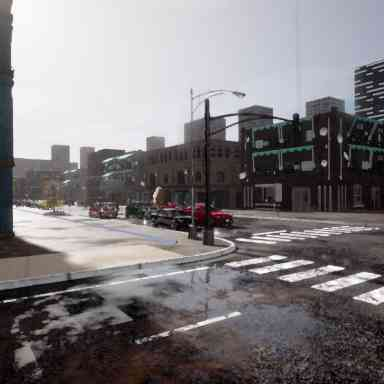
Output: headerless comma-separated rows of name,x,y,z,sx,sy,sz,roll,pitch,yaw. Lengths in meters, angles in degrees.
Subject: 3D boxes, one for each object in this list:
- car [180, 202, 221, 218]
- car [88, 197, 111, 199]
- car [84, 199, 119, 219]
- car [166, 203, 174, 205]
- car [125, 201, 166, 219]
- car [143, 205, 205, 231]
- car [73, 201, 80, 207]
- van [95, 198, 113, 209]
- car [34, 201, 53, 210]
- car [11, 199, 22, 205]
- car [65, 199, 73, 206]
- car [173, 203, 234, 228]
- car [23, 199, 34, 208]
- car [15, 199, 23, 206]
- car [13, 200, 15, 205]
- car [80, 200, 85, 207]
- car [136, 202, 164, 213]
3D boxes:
car,0.797,1.810,34.833,2.008,1.369,4.403,-2,0,-35
car,-11.043,1.678,41.564,2.150,2.045,5.566,-1,0,-35
car,-9.242,1.847,34.505,1.967,1.590,4.097,-1,0,-35
car,-2.402,1.904,39.351,1.802,1.307,4.206,-2,0,-35
car,-4.898,1.689,32.871,2.097,1.767,4.553,-1,0,-35
car,-1.318,1.815,23.111,1.947,1.339,4.313,-1,0,-35
car,-21.597,2.228,66.452,1.887,1.381,4.507,-1,0,-35
van,-15.203,1.907,57.418,1.690,1.788,3.998,-1,0,-35
car,-25.137,2.233,56.951,1.752,1.417,4.829,-1,0,-35
car,-44.430,2.599,84.191,1.887,1.381,4.507,-1,0,-35
car,-27.995,2.365,75.486,1.947,1.339,4.313,-1,0,-35
car,0.962,1.698,24.597,1.882,1.535,5.008,-1,0,-35
car,-31.634,2.376,66.124,2.008,1.369,4.403,-1,0,-35
car,-38.035,2.381,75.157,1.967,1.590,4.097,-1,0,-35
car,-41.231,2.548,79.675,2.008,1.369,4.403,-1,0,-35
car,-18.403,1.940,61.934,2.192,1.841,5.009,-1,0,-35
car,-5.600,1.966,43.867,1.802,1.307,4.206,-1,0,-35
